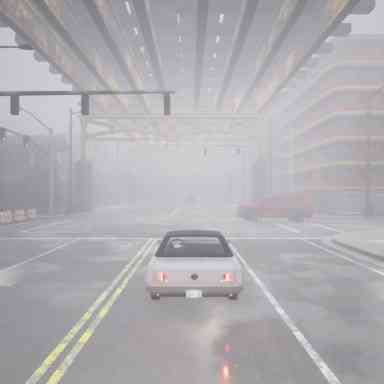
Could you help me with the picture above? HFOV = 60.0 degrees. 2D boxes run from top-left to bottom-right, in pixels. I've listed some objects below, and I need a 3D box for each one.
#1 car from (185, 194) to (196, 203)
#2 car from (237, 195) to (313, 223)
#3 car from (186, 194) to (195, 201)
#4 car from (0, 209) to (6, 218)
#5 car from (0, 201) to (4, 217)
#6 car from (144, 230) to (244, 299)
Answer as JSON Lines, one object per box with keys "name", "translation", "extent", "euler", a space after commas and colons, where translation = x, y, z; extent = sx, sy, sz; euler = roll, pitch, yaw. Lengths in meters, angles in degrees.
{"name": "car", "translation": [-0.277, 1.440, 67.439], "extent": [1.837, 1.490, 4.892], "euler": [0, 0, 0]}
{"name": "car", "translation": [6.186, 1.223, 25.032], "extent": [5.566, 2.045, 2.150], "euler": [0, 0, 7]}
{"name": "car", "translation": [-0.320, 1.310, 77.854], "extent": [1.882, 1.535, 5.008], "euler": [0, 1, 0]}
{"name": "car", "translation": [-16.863, 1.453, 25.047], "extent": [4.974, 1.542, 2.038], "euler": [0, 0, -20]}
{"name": "car", "translation": [-16.912, 1.295, 25.029], "extent": [4.536, 1.218, 1.853], "euler": [0, 0, -20]}
{"name": "car", "translation": [0.046, 1.601, 8.390], "extent": [1.895, 1.301, 4.718], "euler": [0, 0, 0]}
